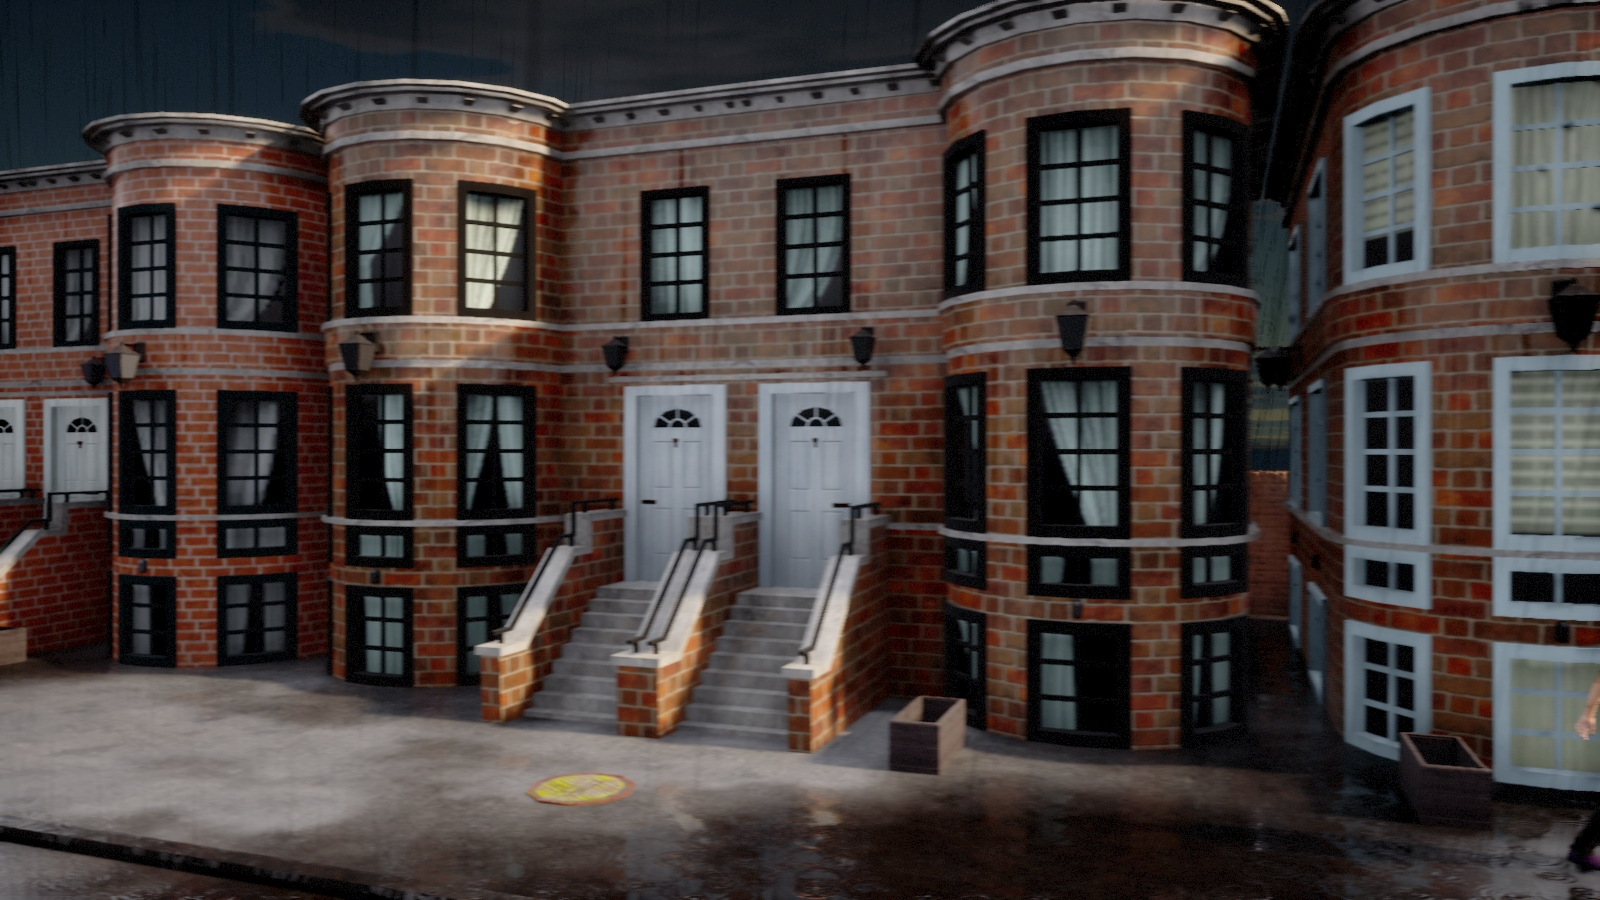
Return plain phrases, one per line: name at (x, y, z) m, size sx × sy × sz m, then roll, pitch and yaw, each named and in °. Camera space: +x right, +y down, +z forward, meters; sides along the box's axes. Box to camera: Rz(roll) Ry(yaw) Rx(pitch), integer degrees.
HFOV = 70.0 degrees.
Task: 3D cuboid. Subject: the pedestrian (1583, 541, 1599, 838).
pedestrian at (5.258, 1.525, 7.246) m, size 0.375 × 1.860 × 0.375 m, roll 0°, pitch 0°, yaw 14°
